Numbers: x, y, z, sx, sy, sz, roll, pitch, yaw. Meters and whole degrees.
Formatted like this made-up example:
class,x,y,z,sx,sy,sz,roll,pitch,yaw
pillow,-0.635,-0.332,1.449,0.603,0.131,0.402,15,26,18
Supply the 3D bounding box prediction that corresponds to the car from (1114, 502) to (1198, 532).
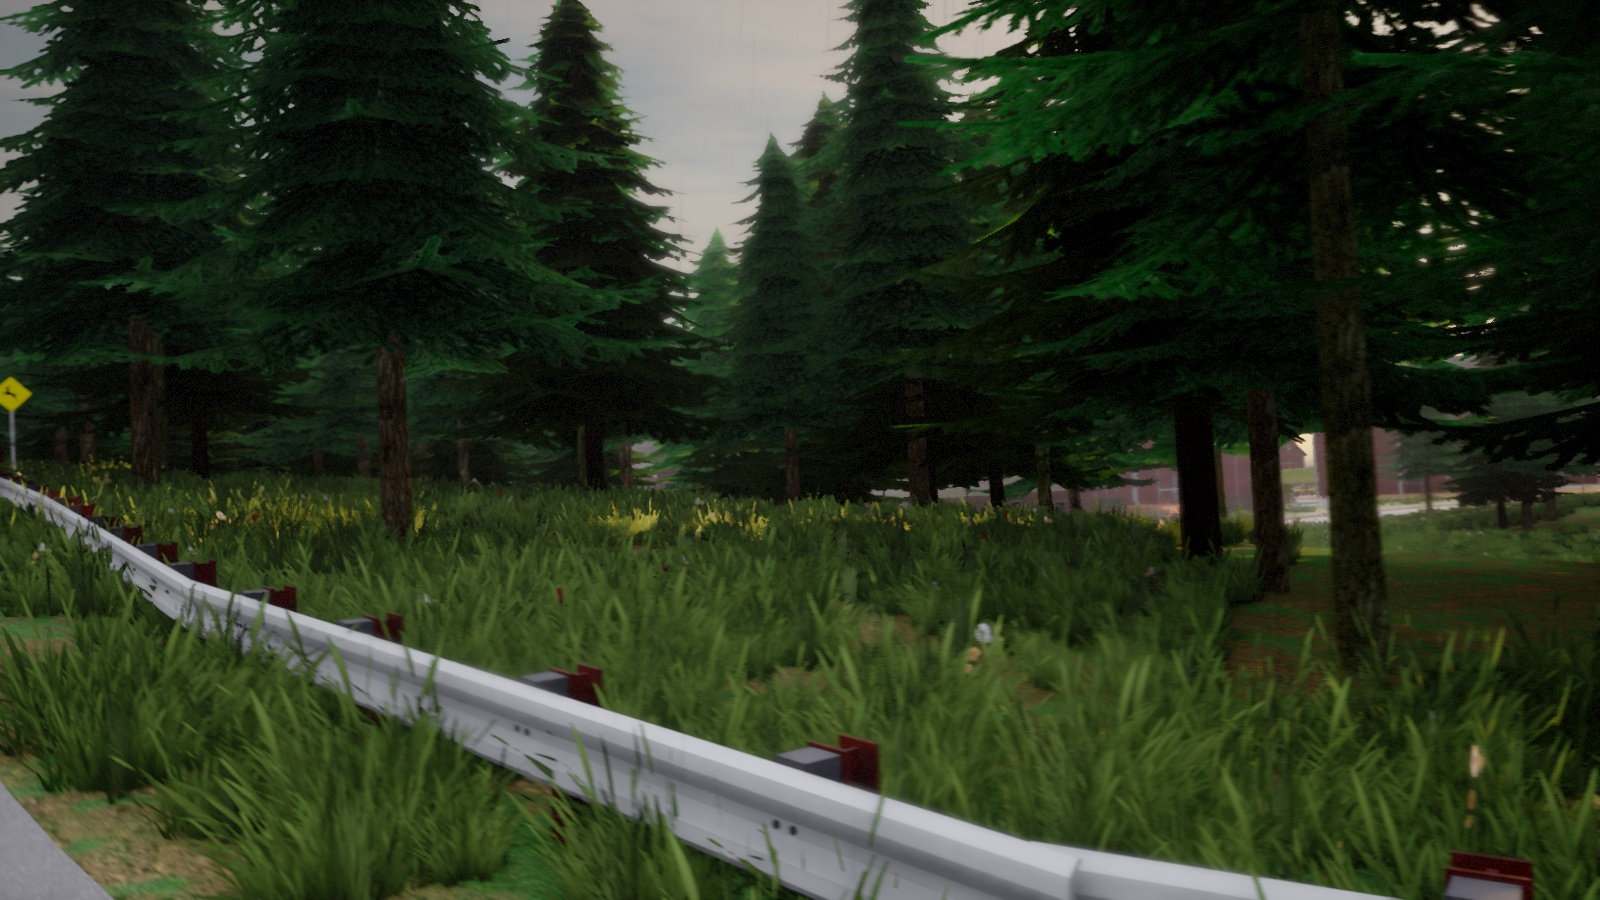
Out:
class,x,y,z,sx,sy,sz,roll,pitch,yaw
car,22.525,4.228,79.375,4.902,1.511,2.128,-3,-2,-28
